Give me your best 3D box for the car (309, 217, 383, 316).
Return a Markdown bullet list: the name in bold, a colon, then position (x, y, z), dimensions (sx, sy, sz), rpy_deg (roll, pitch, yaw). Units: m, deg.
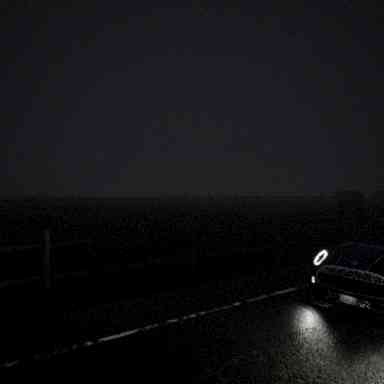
- **car**: position (4.638, 1.350, 7.305), dimensions (4.553, 1.767, 2.097), rpy_deg (0, 0, -36)
